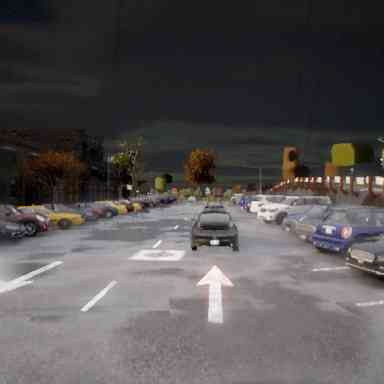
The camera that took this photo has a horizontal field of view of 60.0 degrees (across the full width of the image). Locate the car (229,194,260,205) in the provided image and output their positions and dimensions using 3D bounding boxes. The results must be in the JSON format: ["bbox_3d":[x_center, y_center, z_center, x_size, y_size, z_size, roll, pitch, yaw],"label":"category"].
[{"bbox_3d":[10.482,1.442,66.367,5.566,2.045,2.435,1,0,-16],"label":"car"}]

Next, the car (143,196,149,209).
[{"bbox_3d":[-8.211,1.631,41.112,4.792,1.488,2.163,-1,-1,-16],"label":"car"}]

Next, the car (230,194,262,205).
[{"bbox_3d":[10.234,1.433,63.317,5.566,2.045,2.435,1,0,-16],"label":"car"}]

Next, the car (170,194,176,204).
[{"bbox_3d":[-6.618,1.422,64.729,5.566,2.045,2.435,-1,0,-16],"label":"car"}]

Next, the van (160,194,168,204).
[{"bbox_3d":[-7.153,1.432,58.775,4.442,1.987,1.878,-1,0,-16],"label":"van"}]

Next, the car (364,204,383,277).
[{"bbox_3d":[6.405,1.253,6.060,5.566,2.045,2.435,1,0,-16],"label":"car"}]

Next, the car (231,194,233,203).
[{"bbox_3d":[10.084,1.551,60.321,4.553,1.767,2.185,1,0,-16],"label":"car"}]

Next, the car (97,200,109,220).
[{"bbox_3d":[-9.260,1.584,26.324,4.792,1.488,2.163,-1,0,-16],"label":"car"}]

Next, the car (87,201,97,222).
[{"bbox_3d":[-9.437,1.546,23.380,4.892,1.521,2.231,-1,-1,-16],"label":"car"}]

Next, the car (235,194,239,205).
[{"bbox_3d":[8.856,1.369,42.237,5.566,2.045,2.435,1,0,-16],"label":"car"}]

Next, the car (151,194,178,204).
[{"bbox_3d":[-6.065,1.448,73.556,5.566,2.045,2.435,-1,0,-16],"label":"car"}]

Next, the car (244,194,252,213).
[{"bbox_3d":[8.043,1.330,30.174,5.566,2.045,2.435,1,0,-16],"label":"car"}]

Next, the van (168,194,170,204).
[{"bbox_3d":[-6.953,1.441,61.728,4.442,1.987,1.878,-1,0,-16],"label":"van"}]

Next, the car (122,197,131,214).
[{"bbox_3d":[-9.010,1.572,32.182,5.366,1.575,1.946,-1,0,-16],"label":"car"}]

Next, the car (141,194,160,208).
[{"bbox_3d":[-7.668,1.504,49.947,4.553,1.767,2.185,-1,0,-16],"label":"car"}]

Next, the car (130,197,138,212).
[{"bbox_3d":[-8.635,1.582,35.197,5.008,1.535,2.097,-1,0,-16],"label":"car"}]

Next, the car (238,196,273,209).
[{"bbox_3d":[9.205,1.513,48.253,4.553,1.767,2.185,1,0,-16],"label":"car"}]

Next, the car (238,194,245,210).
[{"bbox_3d":[8.388,1.349,36.193,5.566,2.045,2.435,1,0,-16],"label":"car"}]

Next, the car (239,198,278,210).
[{"bbox_3d":[8.997,1.659,45.235,4.792,1.488,2.163,1,0,-16],"label":"car"}]

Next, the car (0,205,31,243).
[{"bbox_3d":[-10.039,1.517,14.529,4.892,1.521,2.231,-1,-1,-16],"label":"car"}]

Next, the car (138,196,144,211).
[{"bbox_3d":[-8.610,1.591,38.086,5.366,1.575,1.946,-1,0,-16],"label":"car"}]

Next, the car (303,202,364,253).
[{"bbox_3d":[6.758,1.397,12.068,4.553,1.767,2.185,1,0,-16],"label":"car"}]

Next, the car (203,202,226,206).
[{"bbox_3d":[1.990,1.583,29.284,2.128,1.511,4.902,0,0,4],"label":"car"}]

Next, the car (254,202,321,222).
[{"bbox_3d":[7.776,1.601,27.141,4.792,1.488,2.163,1,0,-16],"label":"car"}]

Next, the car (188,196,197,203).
[{"bbox_3d":[0.117,1.727,75.843,1.812,1.442,4.674,0,0,4],"label":"car"}]

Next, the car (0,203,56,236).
[{"bbox_3d":[-9.867,1.400,17.475,4.553,1.767,2.185,-1,-1,-16],"label":"car"}]

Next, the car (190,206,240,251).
[{"bbox_3d":[0.977,1.556,14.318,1.837,1.490,4.892,0,0,4],"label":"car"}]

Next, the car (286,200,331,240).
[{"bbox_3d":[7.023,1.408,15.095,4.553,1.767,2.185,1,0,-16],"label":"car"}]

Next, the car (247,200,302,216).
[{"bbox_3d":[8.200,1.592,33.191,4.892,1.521,2.231,1,0,-16],"label":"car"}]

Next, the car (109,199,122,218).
[{"bbox_3d":[-9.032,1.563,29.281,5.008,1.535,2.097,-1,-1,-16],"label":"car"}]

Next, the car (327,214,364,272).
[{"bbox_3d":[6.589,1.515,9.058,4.892,1.521,2.231,1,0,-16],"label":"car"}]

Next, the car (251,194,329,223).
[{"bbox_3d":[7.579,1.310,24.125,5.566,2.045,2.435,1,0,-16],"label":"car"}]

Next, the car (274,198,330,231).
[{"bbox_3d":[7.221,1.417,18.116,4.553,1.767,2.185,1,0,-16],"label":"car"}]

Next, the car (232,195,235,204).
[{"bbox_3d":[9.648,1.659,54.286,4.892,1.521,2.231,1,0,-16],"label":"car"}]

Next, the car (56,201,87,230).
[{"bbox_3d":[-9.460,1.530,20.491,5.366,1.575,1.946,-1,-1,-16],"label":"car"}]

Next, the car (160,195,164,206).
[{"bbox_3d":[-7.437,1.640,52.913,4.892,1.521,2.231,-1,0,-16],"label":"car"}]
